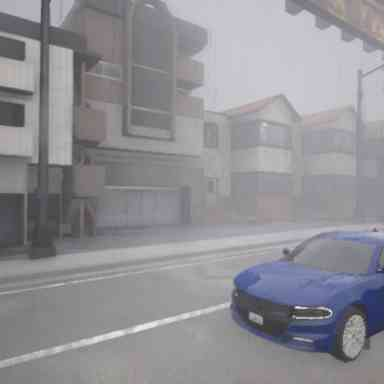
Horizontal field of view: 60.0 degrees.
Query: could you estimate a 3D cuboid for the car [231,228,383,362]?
[{"bbox_3d":[2.922,1.479,6.067,5.008,1.535,1.882,0,0,-35],"label":"car"}]
